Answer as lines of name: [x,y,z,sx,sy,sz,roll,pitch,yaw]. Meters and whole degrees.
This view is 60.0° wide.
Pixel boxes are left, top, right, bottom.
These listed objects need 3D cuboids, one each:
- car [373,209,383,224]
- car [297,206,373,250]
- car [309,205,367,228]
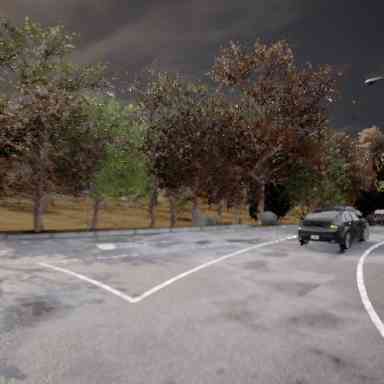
car: [18.005,2.339,31.148,4.674,1.442,1.812,5,-3,-43]
car: [6.190,1.494,14.435,1.837,1.490,4.892,-1,-1,40]
car: [10.827,1.755,24.496,4.902,1.511,2.128,3,-2,-43]
